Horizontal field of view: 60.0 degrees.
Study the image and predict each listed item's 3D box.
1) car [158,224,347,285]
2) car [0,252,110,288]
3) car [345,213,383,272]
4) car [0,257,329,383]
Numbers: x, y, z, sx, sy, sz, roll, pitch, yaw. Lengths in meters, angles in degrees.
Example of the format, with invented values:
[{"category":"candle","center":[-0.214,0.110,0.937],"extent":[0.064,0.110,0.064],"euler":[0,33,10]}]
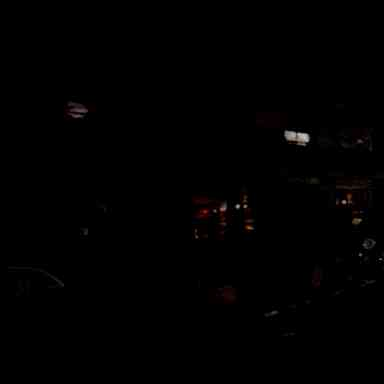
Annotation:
[{"category":"car","center":[1.312,1.542,7.502],"extent":[4.507,1.381,1.887],"euler":[0,0,-36]},{"category":"car","center":[-3.186,1.551,4.292],"extent":[4.403,1.369,2.008],"euler":[0,0,-36]},{"category":"car","center":[5.811,1.434,10.713],"extent":[4.097,1.590,1.967],"euler":[0,0,-36]},{"category":"car","center":[-1.093,1.601,2.574],"extent":[4.718,1.301,1.895],"euler":[0,0,-35]}]
